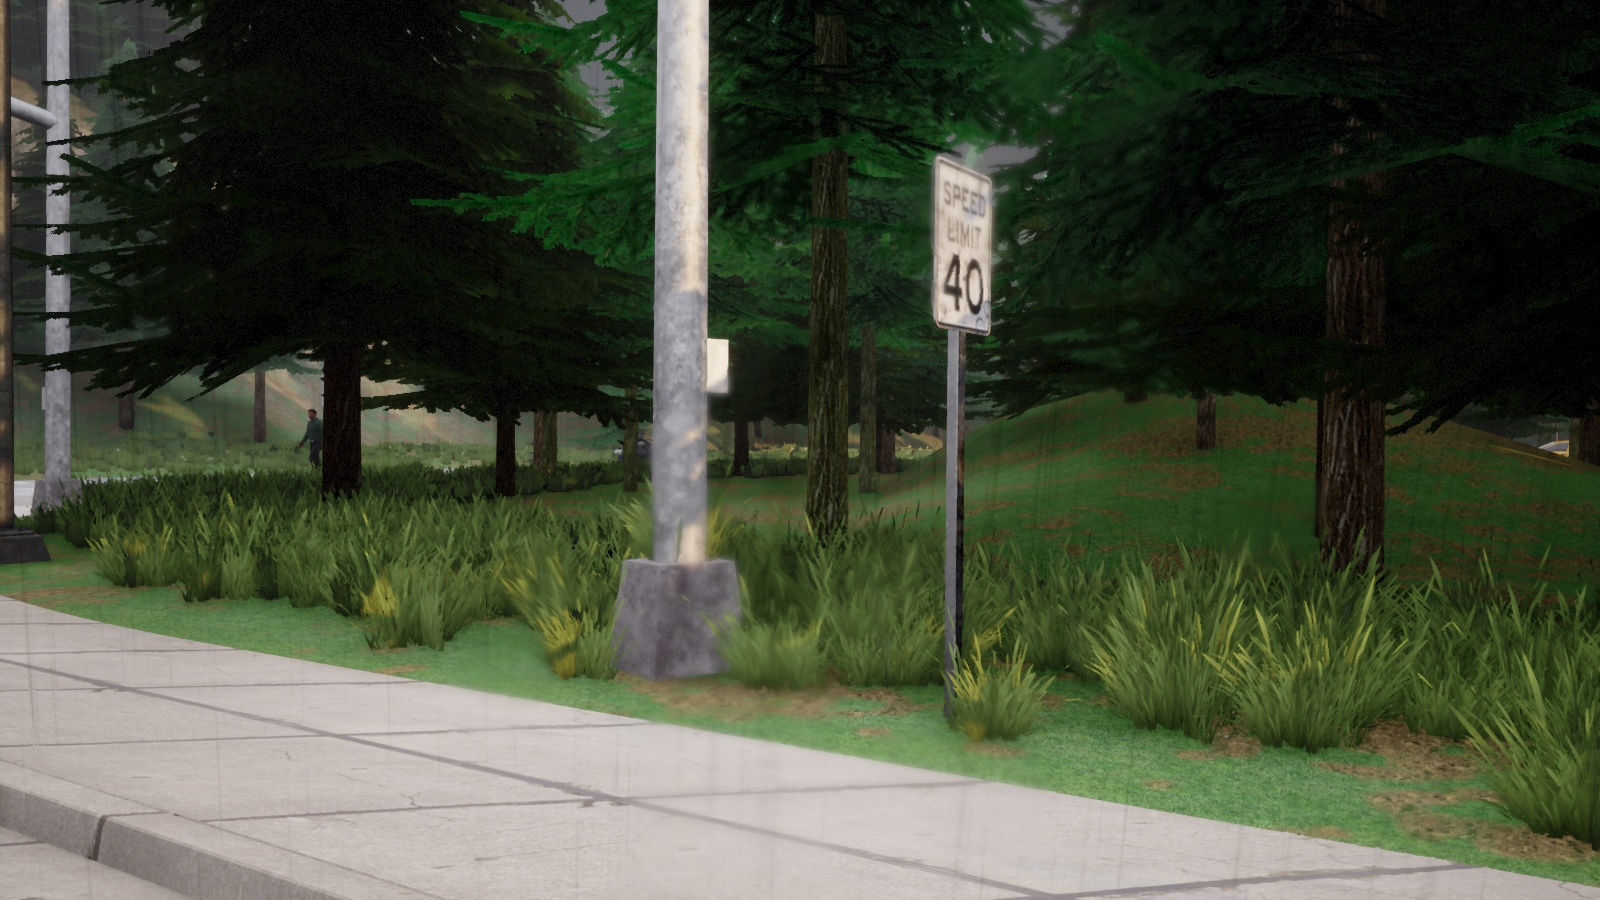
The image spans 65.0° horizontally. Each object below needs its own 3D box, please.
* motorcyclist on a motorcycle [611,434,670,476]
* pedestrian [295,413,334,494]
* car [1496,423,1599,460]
[{"bbox_3d":[-6.035,0.170,47.711,0.866,1.530,2.191,1,2,41],"label":"motorcyclist on a motorcycle"},{"bbox_3d":[-11.955,0.079,30.924,0.423,1.949,0.788,0,1,32],"label":"pedestrian"},{"bbox_3d":[33.110,-0.368,54.063,5.366,1.575,1.801,0,1,33],"label":"car"}]
